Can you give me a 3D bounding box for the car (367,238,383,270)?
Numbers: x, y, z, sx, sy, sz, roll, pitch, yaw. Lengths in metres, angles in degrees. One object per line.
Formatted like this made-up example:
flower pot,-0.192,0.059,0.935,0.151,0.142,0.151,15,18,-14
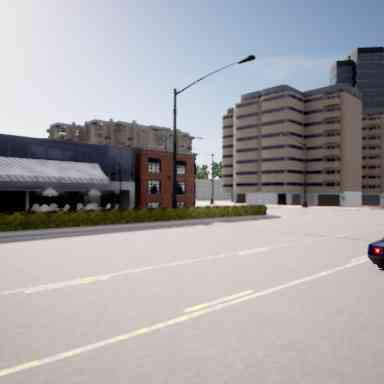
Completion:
car,7.311,1.701,10.331,4.718,1.301,1.895,1,0,-42
